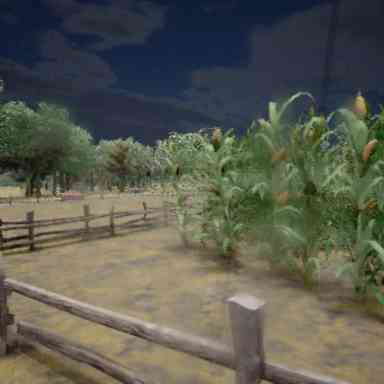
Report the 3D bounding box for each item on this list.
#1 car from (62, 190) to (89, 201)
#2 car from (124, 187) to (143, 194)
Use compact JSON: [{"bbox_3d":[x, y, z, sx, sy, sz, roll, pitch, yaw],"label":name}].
[{"bbox_3d":[-19.898,0.502,56.931,2.097,1.767,4.553,0,2,36],"label":"car"},{"bbox_3d":[-12.737,-0.267,72.767,1.812,1.442,4.674,0,2,36],"label":"car"}]
